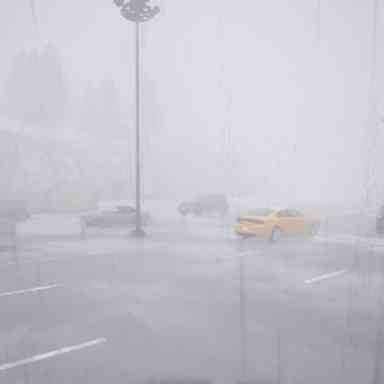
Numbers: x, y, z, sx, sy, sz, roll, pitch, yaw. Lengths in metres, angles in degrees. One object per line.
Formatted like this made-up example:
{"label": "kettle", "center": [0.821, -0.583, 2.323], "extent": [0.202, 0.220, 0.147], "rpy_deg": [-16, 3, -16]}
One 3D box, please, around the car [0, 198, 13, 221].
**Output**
{"label": "car", "center": [-16.973, 1.398, 26.392], "extent": [4.553, 1.767, 2.097], "rpy_deg": [0, 0, -37]}

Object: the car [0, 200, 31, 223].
{"label": "car", "center": [-14.243, 1.389, 24.065], "extent": [4.553, 1.767, 2.097], "rpy_deg": [0, 0, -37]}

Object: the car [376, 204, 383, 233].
{"label": "car", "center": [11.862, 1.293, 18.139], "extent": [4.553, 1.767, 2.097], "rpy_deg": [0, 0, -42]}

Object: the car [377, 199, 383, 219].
{"label": "car", "center": [17.725, 1.388, 28.580], "extent": [1.882, 1.535, 5.008], "rpy_deg": [0, 0, 45]}

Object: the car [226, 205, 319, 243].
{"label": "car", "center": [4.223, 1.450, 16.110], "extent": [5.008, 1.535, 1.882], "rpy_deg": [0, 0, -40]}

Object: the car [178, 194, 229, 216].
{"label": "car", "center": [1.218, 1.197, 32.148], "extent": [5.566, 2.045, 2.150], "rpy_deg": [0, 0, -42]}

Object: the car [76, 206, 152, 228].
{"label": "car", "center": [-5.172, 1.604, 22.206], "extent": [4.718, 1.301, 1.895], "rpy_deg": [0, 0, -39]}
